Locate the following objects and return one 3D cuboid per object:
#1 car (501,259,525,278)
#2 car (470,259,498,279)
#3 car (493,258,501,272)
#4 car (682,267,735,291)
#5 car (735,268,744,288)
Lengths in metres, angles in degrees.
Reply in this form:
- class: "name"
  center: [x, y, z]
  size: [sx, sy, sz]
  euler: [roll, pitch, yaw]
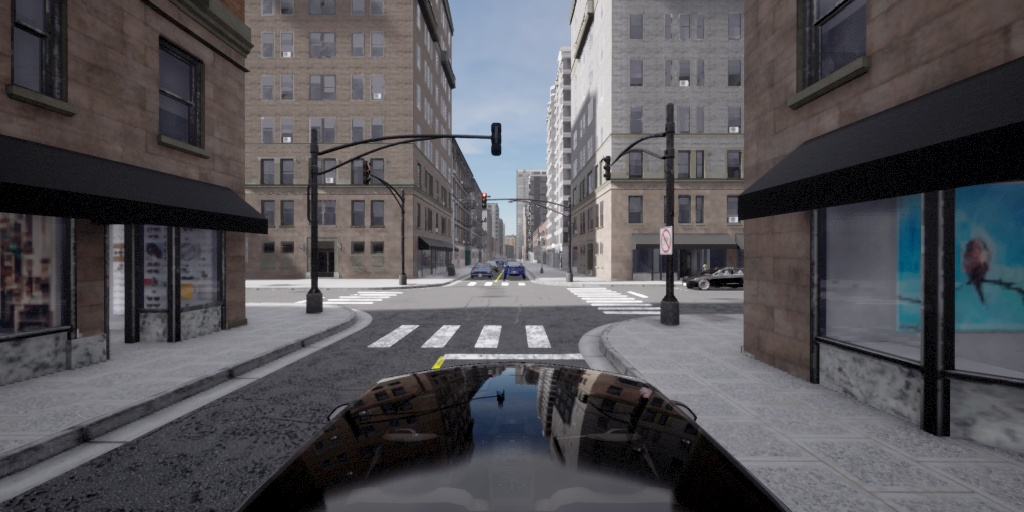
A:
- class: "car"
  center: [0.233, 1.235, 33.768]
  size: [1.882, 1.535, 5.008]
  euler: [0, 0, 0]
- class: "car"
  center: [-2.718, 1.305, 33.471]
  size: [2.033, 1.411, 5.357]
  euler: [0, 0, 0]
- class: "car"
  center: [-2.668, 1.294, 44.906]
  size: [1.812, 1.442, 4.674]
  euler: [0, 0, 0]
- class: "car"
  center: [12.448, 1.313, 21.314]
  size: [4.313, 1.339, 1.948]
  euler: [0, 0, 0]
- class: "car"
  center: [14.929, 1.248, 18.770]
  size: [4.902, 1.511, 2.128]
  euler: [0, 0, 0]
